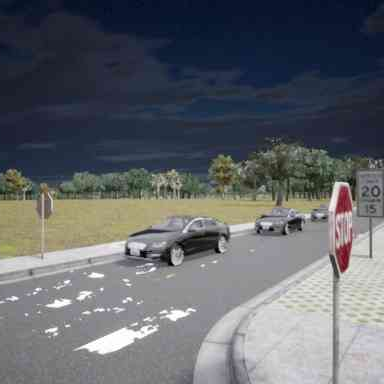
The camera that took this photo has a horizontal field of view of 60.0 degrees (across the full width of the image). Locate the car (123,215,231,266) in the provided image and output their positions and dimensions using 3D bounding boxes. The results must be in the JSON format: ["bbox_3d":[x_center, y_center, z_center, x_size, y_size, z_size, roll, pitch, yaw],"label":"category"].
[{"bbox_3d":[-0.344,1.625,12.234,2.128,1.511,4.902,0,-1,35],"label":"car"}]

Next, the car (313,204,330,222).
[{"bbox_3d":[12.010,1.866,29.668,2.128,1.511,4.902,0,-1,35],"label":"car"}]

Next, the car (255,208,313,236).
[{"bbox_3d":[5.525,1.742,20.521,2.128,1.511,4.902,0,-1,35],"label":"car"}]
